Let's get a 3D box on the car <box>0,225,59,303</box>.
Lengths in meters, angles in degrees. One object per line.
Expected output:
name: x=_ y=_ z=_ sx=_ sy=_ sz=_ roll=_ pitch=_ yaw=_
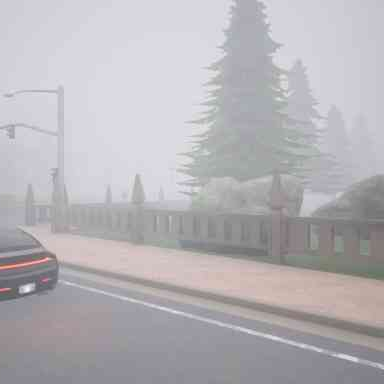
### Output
car: x=-4.960 y=1.505 z=7.473 sx=4.892 sy=1.490 sz=1.837 roll=0 pitch=0 yaw=36

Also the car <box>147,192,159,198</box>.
car: x=-8.837 y=0.775 z=69.050 sx=1.837 sy=1.490 sz=4.892 roll=0 pitch=4 yaw=35

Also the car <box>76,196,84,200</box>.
car: x=-18.036 y=1.486 z=56.257 sx=1.837 sy=1.490 sz=4.892 roll=0 pitch=0 yaw=36

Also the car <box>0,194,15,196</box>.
car: x=-24.606 y=1.221 z=41.071 sx=2.150 sy=2.045 sz=5.566 roll=0 pitch=0 yaw=36

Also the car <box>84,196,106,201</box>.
car: x=-13.636 y=1.561 z=50.377 sx=1.994 sy=1.385 sz=4.181 roll=0 pitch=0 yaw=35

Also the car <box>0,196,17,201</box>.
car: x=-22.280 y=1.526 z=38.310 sx=1.812 sy=1.442 sz=4.674 roll=0 pitch=0 yaw=36

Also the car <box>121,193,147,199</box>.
car: x=-11.211 y=1.359 z=59.803 sx=2.033 sy=1.411 sz=5.357 roll=0 pitch=2 yaw=36
